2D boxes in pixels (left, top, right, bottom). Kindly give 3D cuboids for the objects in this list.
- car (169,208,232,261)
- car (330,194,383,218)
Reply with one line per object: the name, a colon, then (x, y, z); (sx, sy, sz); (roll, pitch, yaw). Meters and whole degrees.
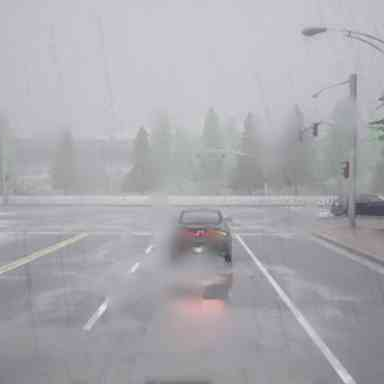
car: (0.327, 1.304, 11.380); (1.837, 1.490, 4.892); (0, 0, 3)
car: (12.165, 0.902, 23.096); (4.553, 1.767, 2.097); (0, 1, -3)
